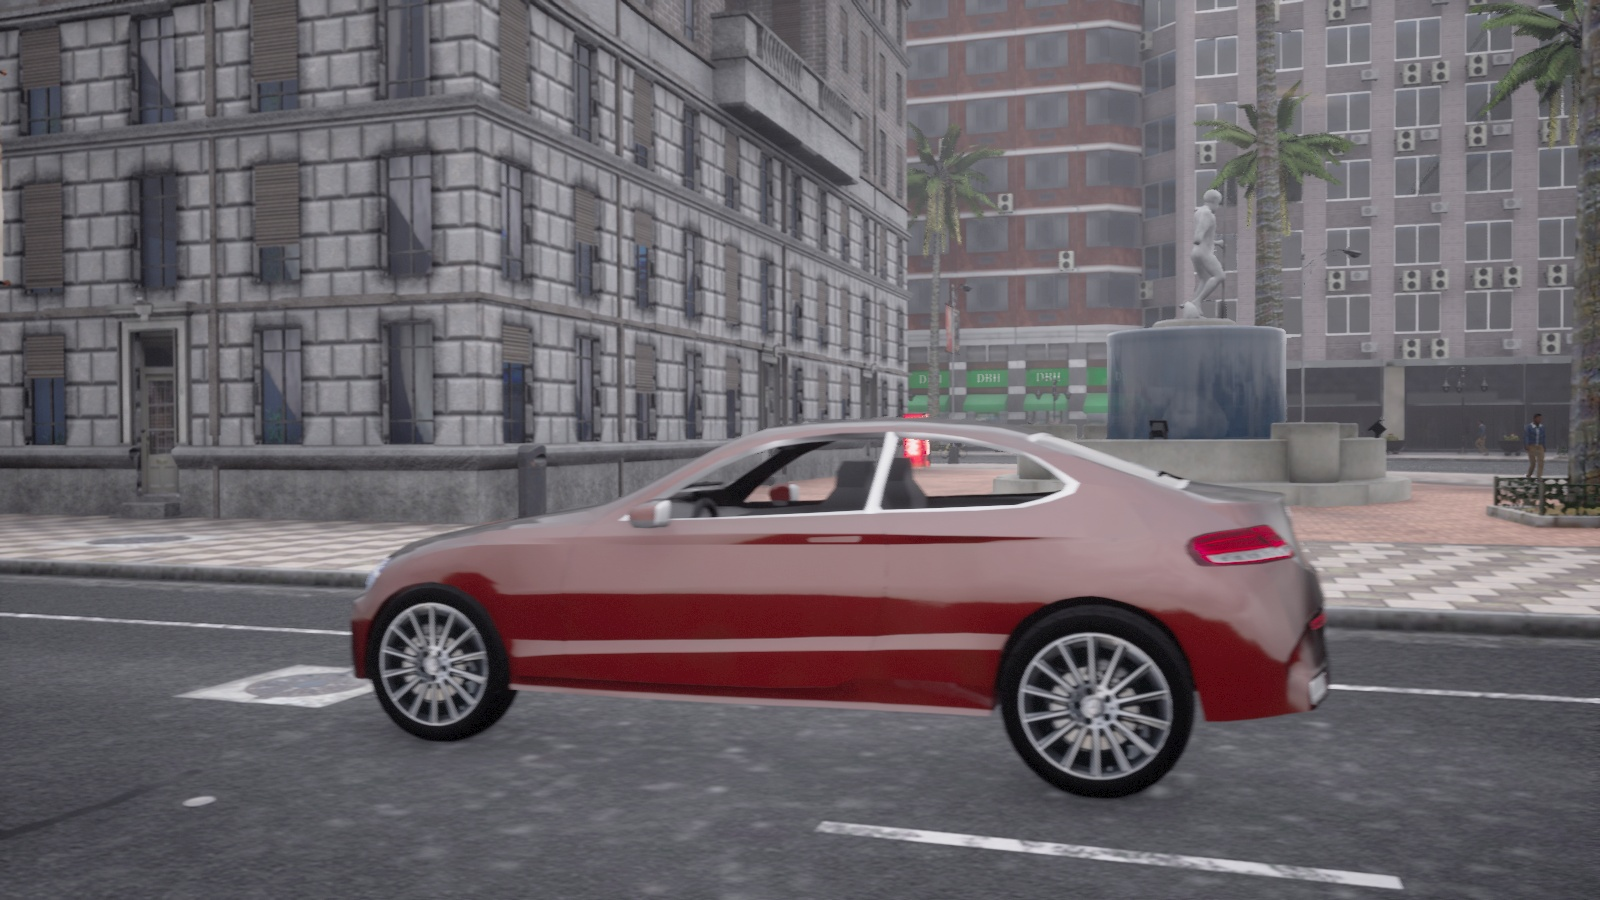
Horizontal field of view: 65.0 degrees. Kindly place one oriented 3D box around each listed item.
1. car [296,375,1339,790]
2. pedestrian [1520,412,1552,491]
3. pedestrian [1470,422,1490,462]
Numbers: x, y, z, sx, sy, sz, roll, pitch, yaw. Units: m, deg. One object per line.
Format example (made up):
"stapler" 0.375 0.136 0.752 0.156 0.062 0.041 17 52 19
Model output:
"car" 0.090 0.502 6.802 5.027 1.651 2.152 0 1 18
"pedestrian" 18.542 0.034 31.643 0.423 1.949 0.788 0 1 10
"pedestrian" 33.129 -0.392 61.186 0.788 1.949 0.423 1 1 43
